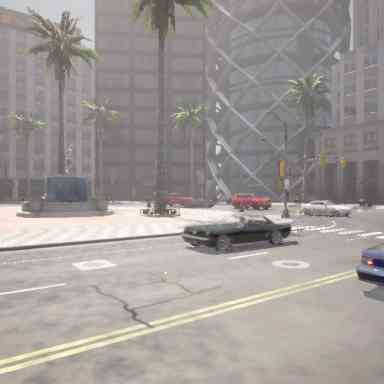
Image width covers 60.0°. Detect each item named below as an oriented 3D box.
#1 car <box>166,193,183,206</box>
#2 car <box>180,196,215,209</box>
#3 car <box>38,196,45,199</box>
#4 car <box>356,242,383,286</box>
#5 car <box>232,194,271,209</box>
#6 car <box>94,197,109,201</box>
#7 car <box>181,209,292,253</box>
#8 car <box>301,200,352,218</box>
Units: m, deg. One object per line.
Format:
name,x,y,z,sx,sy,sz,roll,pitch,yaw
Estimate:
car,-2.425,1.219,51.556,5.566,2.045,2.150,0,0,27
car,0.991,1.564,44.988,4.181,1.385,1.994,0,0,38
car,-20.419,1.223,52.126,5.566,2.045,2.150,0,0,-2
car,6.197,1.547,8.193,5.357,1.411,2.033,0,0,-35
car,7.629,1.221,43.192,2.150,2.045,5.566,0,0,-38
car,-18.220,1.601,62.516,4.718,1.301,1.895,0,0,1
car,1.924,1.601,13.864,4.718,1.301,1.895,0,0,-34
car,12.390,1.525,30.943,1.812,1.442,4.674,0,0,-36
